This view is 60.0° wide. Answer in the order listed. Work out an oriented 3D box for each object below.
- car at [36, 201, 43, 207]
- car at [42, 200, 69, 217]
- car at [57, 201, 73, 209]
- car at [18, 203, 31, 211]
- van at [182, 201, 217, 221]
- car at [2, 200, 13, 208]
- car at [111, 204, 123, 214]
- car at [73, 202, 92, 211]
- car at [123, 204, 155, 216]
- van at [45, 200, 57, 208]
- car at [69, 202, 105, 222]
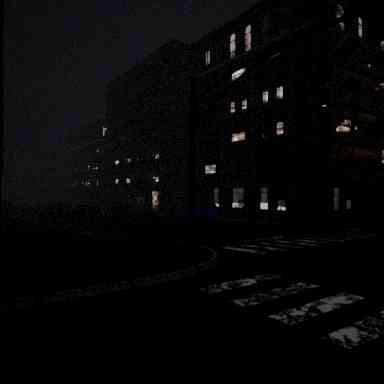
[{"bbox_3d":[-39.131,3.098,86.006,1.947,1.339,4.313,-1,0,-36],"label":"car"},{"bbox_3d":[-16.161,2.094,39.966,1.967,1.590,4.097,-1,0,-36],"label":"car"},{"bbox_3d":[-25.927,2.595,67.707,1.967,1.590,4.097,-1,0,-36],"label":"car"},{"bbox_3d":[-29.267,2.551,58.129,1.752,1.417,4.829,-1,0,-36],"label":"car"},{"bbox_3d":[0.622,1.750,31.206,1.690,1.788,3.998,-1,0,-36],"label":"van"},{"bbox_3d":[-42.577,2.719,76.568,2.192,1.841,5.009,-1,0,-36],"label":"car"},{"bbox_3d":[-9.417,2.253,44.831,1.947,1.339,4.313,-1,0,-36],"label":"car"},{"bbox_3d":[-19.422,2.496,58.694,1.752,1.417,4.829,-1,0,-36],"label":"car"},{"bbox_3d":[-6.215,2.122,40.394,1.752,1.417,4.829,-1,0,-36],"label":"car"},{"bbox_3d":[-32.534,2.684,76.858,1.690,1.788,3.998,-1,0,-36],"label":"van"},{"bbox_3d":[-9.558,1.908,30.816,1.967,1.590,4.097,-1,0,-36],"label":"car"}]
